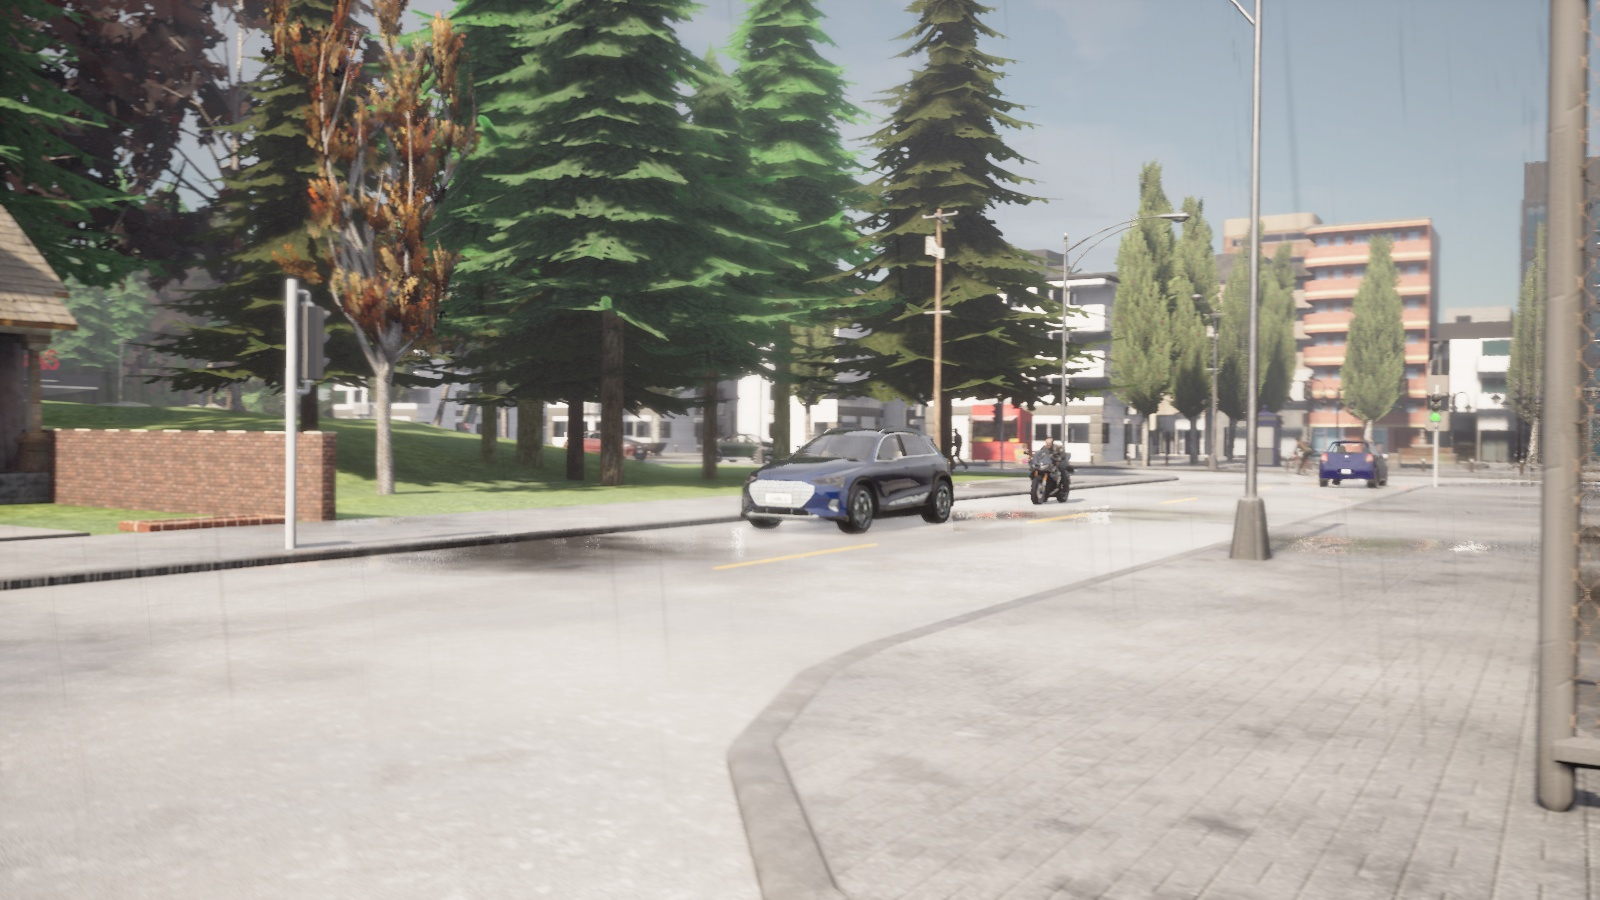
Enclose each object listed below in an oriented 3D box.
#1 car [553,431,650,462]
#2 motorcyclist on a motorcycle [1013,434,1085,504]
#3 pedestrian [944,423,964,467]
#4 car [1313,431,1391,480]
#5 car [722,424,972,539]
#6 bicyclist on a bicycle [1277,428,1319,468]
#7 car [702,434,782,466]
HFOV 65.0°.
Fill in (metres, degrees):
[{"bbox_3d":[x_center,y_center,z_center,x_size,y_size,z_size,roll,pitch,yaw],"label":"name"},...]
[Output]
[{"bbox_3d":[-10.898,-0.194,68.785,5.027,1.651,2.152,0,1,31],"label":"car"},{"bbox_3d":[5.642,0.399,28.349,0.866,1.530,2.191,0,1,31],"label":"motorcyclist on a motorcycle"},{"bbox_3d":[6.403,-0.204,52.052,0.726,1.835,0.370,0,1,29],"label":"pedestrian"},{"bbox_3d":[17.964,0.141,40.806,1.845,1.501,3.633,0,1,31],"label":"car"},{"bbox_3d":[0.932,0.418,20.674,2.033,1.649,4.856,0,1,31],"label":"car"},{"bbox_3d":[20.785,-0.075,52.434,0.582,1.620,1.656,-3,1,-24],"label":"bicyclist on a bicycle"},{"bbox_3d":[-2.943,0.001,63.910,3.705,1.549,1.789,0,1,32],"label":"car"}]
